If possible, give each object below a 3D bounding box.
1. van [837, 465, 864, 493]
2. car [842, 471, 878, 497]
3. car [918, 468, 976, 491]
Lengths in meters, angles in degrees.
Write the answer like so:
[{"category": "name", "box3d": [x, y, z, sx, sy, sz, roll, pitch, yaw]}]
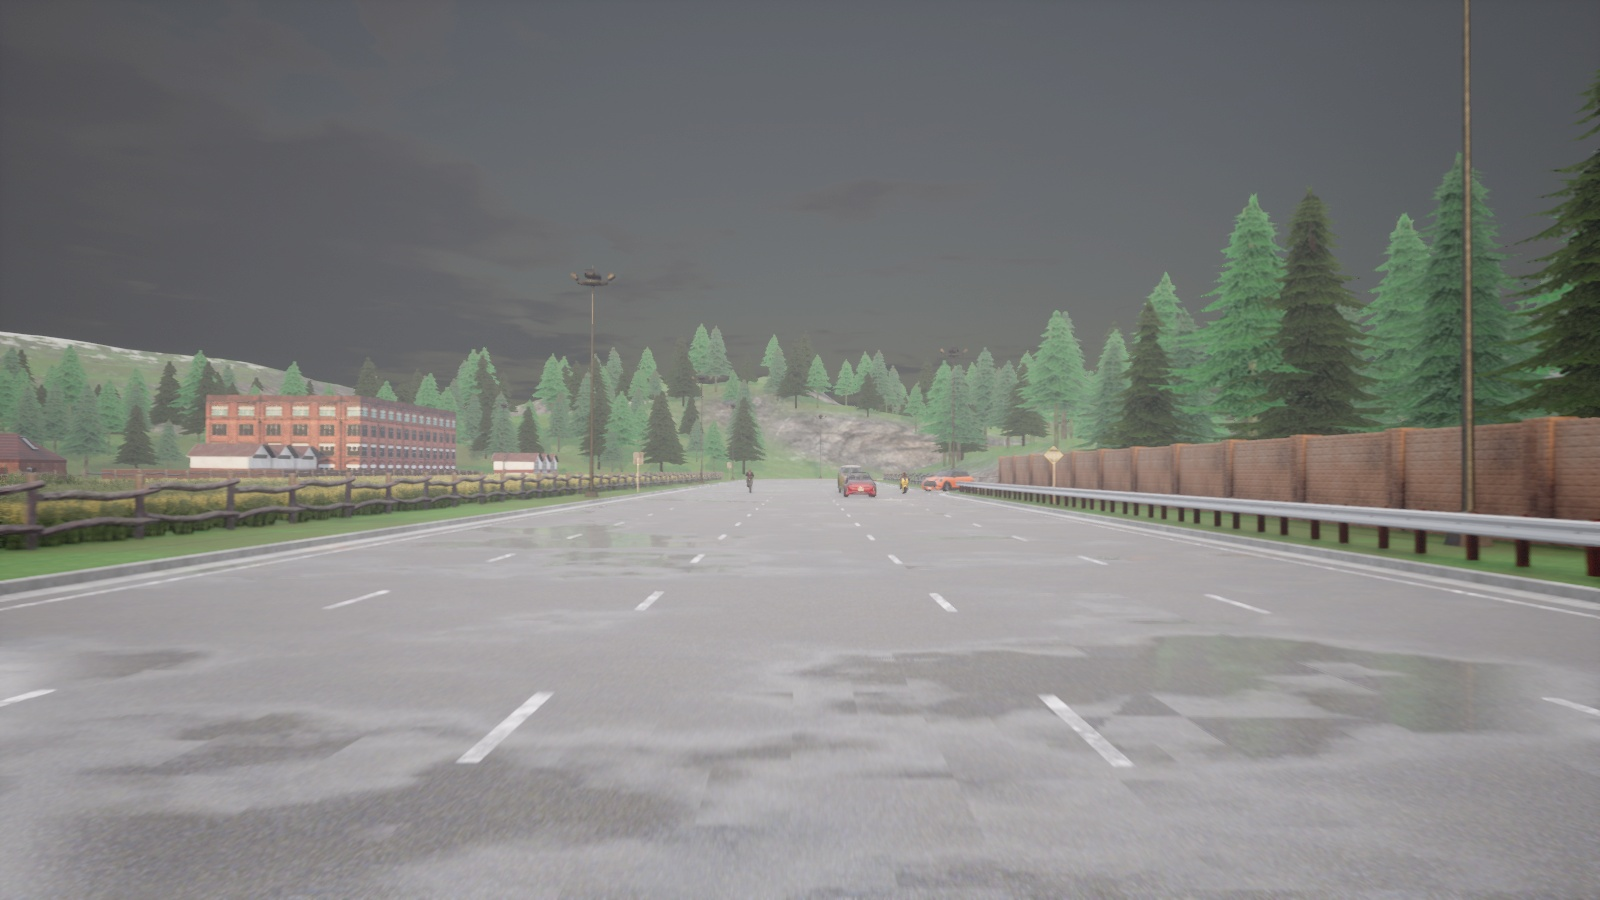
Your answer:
[{"category": "van", "box3d": [3.633, 2.067, 90.493, 1.775, 1.987, 4.442, 0, -1, 0]}, {"category": "car", "box3d": [3.584, 2.012, 75.754, 2.007, 1.525, 4.514, 0, -1, 0]}, {"category": "car", "box3d": [11.371, 2.247, 96.972, 4.553, 1.767, 2.097, 1, -1, -45]}]
